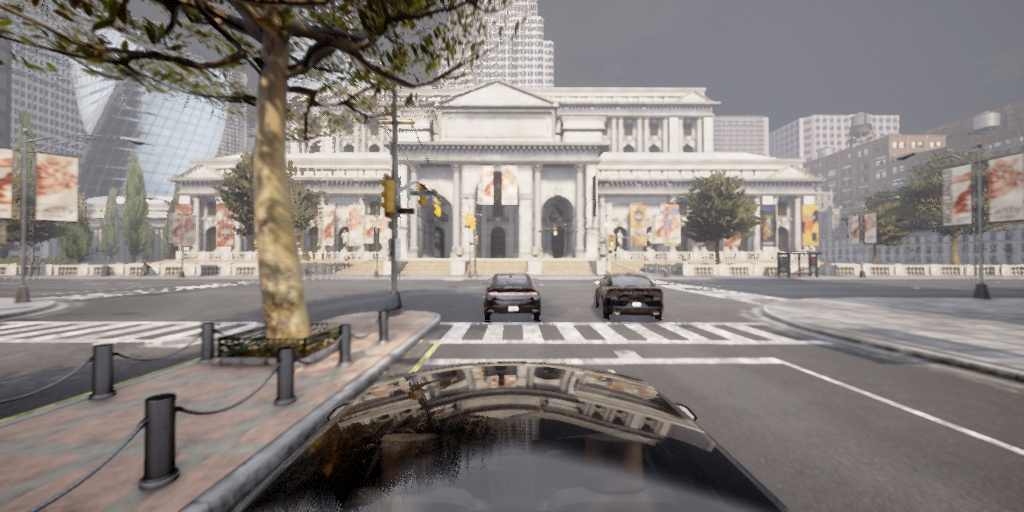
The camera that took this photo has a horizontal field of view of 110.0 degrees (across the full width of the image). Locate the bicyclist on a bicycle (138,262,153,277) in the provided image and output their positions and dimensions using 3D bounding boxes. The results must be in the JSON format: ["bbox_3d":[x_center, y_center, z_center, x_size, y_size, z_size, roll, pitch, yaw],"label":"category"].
[{"bbox_3d":[-40.521,1.472,39.669,0.582,1.620,1.656,0,0,0],"label":"bicyclist on a bicycle"}]

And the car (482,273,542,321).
[{"bbox_3d":[-0.055,1.368,13.020,2.128,1.511,4.902,0,-1,-2],"label":"car"}]

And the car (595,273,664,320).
[{"bbox_3d":[4.221,1.359,13.408,1.882,1.535,5.008,-1,-1,9],"label":"car"}]
